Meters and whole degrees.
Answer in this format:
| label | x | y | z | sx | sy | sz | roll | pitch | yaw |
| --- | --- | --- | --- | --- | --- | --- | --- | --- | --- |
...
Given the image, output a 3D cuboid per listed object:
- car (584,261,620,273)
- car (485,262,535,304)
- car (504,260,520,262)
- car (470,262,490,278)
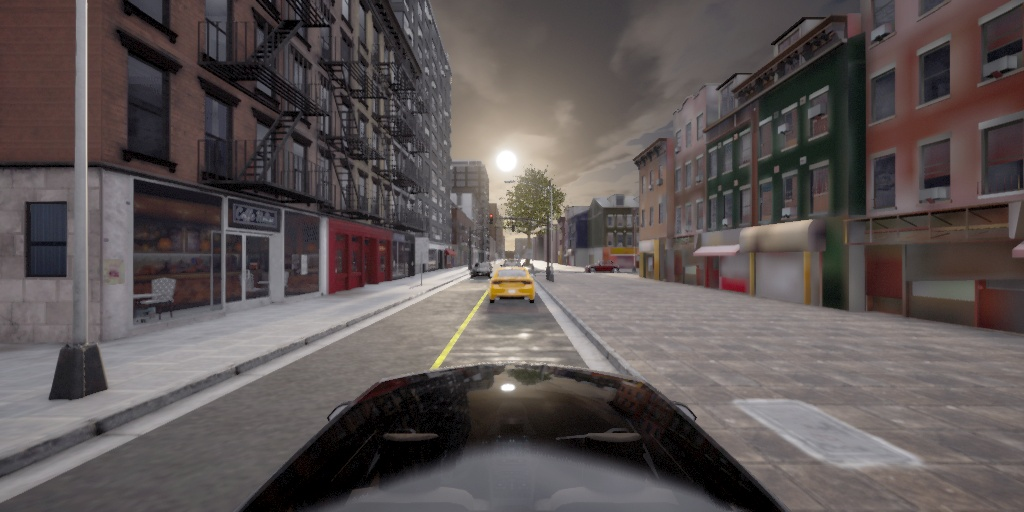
| label | x | y | z | sx | sy | sz | roll | pitch | yaw |
| --- | --- | --- | --- | --- | --- | --- | --- | --- | --- |
| car | 10.921 | 1.273 | 43.876 | 4.097 | 1.591 | 1.967 | 0 | 0 | 0 |
| car | 0.000 | 1.235 | 16.500 | 1.882 | 1.535 | 5.008 | 0 | 0 | 0 |
| car | 0.000 | 1.121 | 31.470 | 2.097 | 1.767 | 4.553 | 0 | 0 | 0 |
| car | -2.750 | 1.316 | 33.500 | 1.837 | 1.490 | 4.892 | 0 | 0 | 0 |
